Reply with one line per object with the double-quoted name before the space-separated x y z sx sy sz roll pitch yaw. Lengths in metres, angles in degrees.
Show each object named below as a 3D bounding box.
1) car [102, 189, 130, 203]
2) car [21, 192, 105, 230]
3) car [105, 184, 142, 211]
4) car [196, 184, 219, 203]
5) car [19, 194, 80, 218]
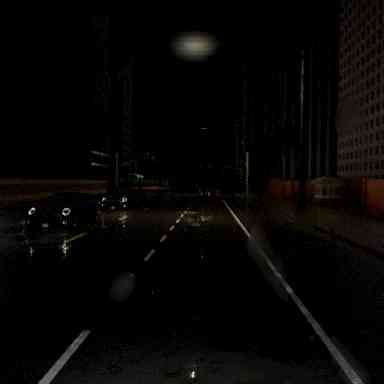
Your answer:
"car" -8.577 0.391 37.818 1.994 1.385 4.181 0 2 3
"car" -6.290 0.814 16.723 2.097 1.767 4.553 0 2 3
"car" -5.733 0.518 26.854 2.097 1.767 4.553 0 2 3
"car" 1.901 0.257 37.011 2.097 1.767 4.553 0 2 3
"car" -9.483 0.870 22.561 1.895 1.301 4.718 0 2 3
